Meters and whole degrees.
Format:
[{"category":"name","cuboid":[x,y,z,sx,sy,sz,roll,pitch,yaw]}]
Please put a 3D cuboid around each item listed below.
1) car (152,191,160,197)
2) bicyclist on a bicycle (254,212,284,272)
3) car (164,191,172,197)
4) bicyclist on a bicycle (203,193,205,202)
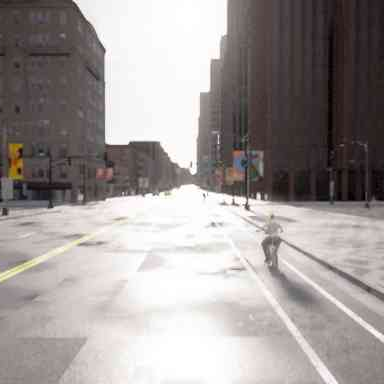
[{"category":"car","cuboid":[-9.781,0.502,90.531,1.837,1.490,4.892,0,0,0]},{"category":"bicyclist on a bicycle","cuboid":[2.248,1.363,9.487,0.866,1.612,1.509,0,0,0]},{"category":"car","cuboid":[-6.531,0.480,90.532,1.882,1.535,5.008,0,0,0]},{"category":"bicyclist on a bicycle","cuboid":[2.230,1.035,61.160,0.582,1.620,1.656,0,0,0]}]
